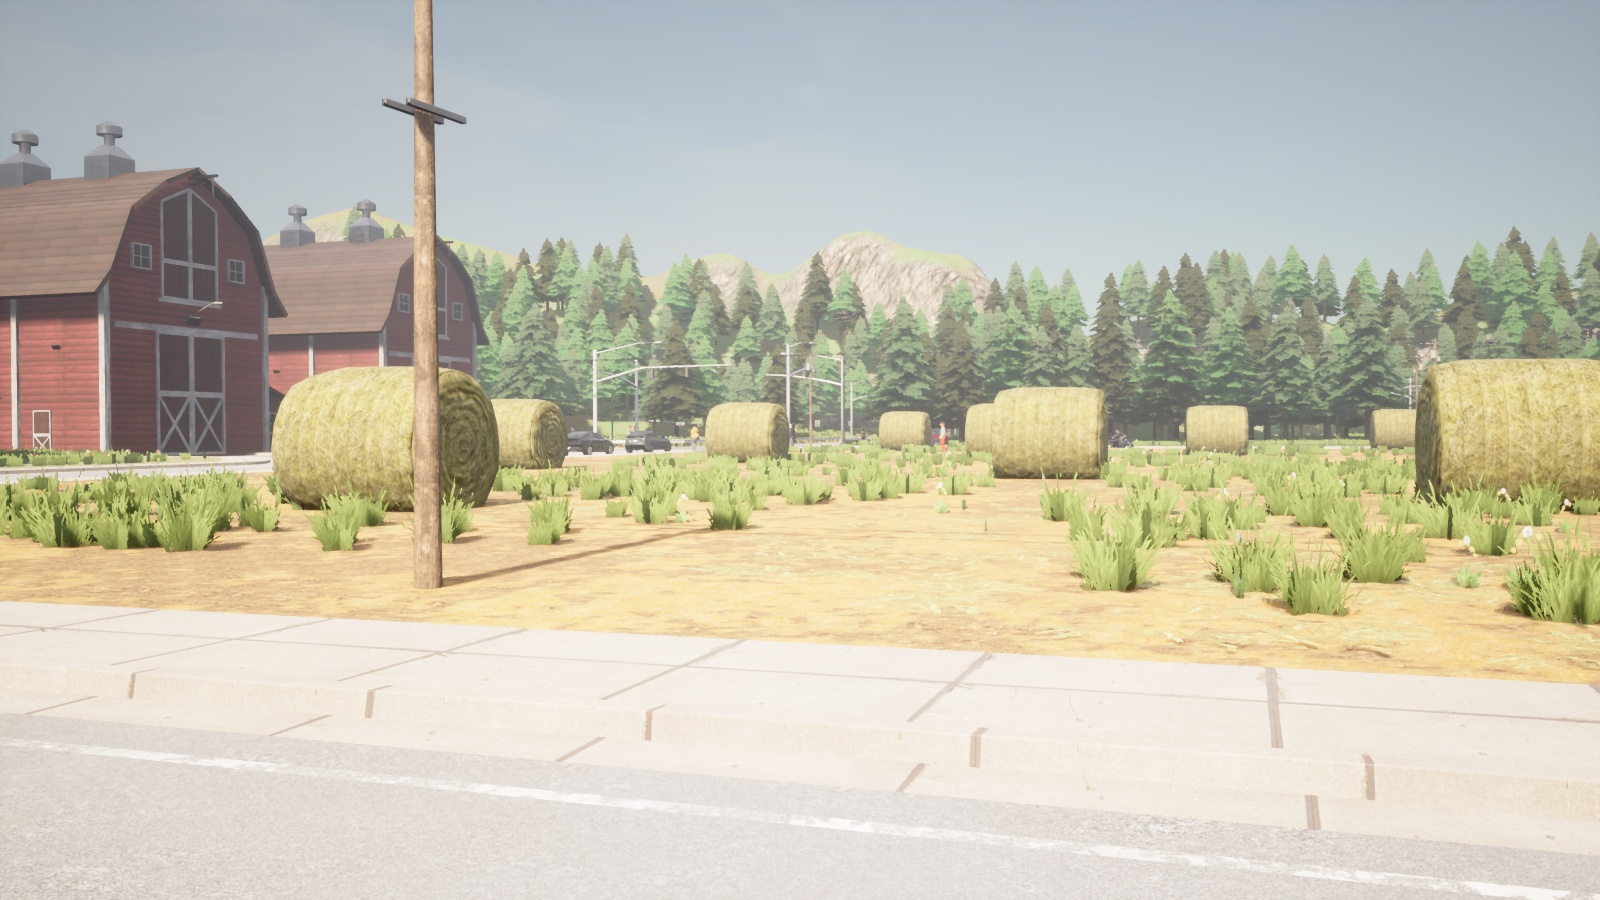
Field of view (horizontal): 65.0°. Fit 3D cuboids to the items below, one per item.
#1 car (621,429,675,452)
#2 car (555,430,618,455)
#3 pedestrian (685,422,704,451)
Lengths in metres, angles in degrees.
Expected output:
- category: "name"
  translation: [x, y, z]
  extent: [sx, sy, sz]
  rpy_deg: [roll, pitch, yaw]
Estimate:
- category: "car"
  translation: [-10.431, -0.680, 86.370]
  extent: [2.007, 1.525, 4.514]
  rpy_deg: [1, 1, 17]
- category: "car"
  translation: [-13.170, -0.488, 77.643]
  extent: [1.837, 1.490, 4.892]
  rpy_deg: [0, 1, 17]
- category: "pedestrian"
  translation: [-6.853, -0.874, 81.804]
  extent: [0.900, 1.855, 0.874]
  rpy_deg: [1, 1, 27]
